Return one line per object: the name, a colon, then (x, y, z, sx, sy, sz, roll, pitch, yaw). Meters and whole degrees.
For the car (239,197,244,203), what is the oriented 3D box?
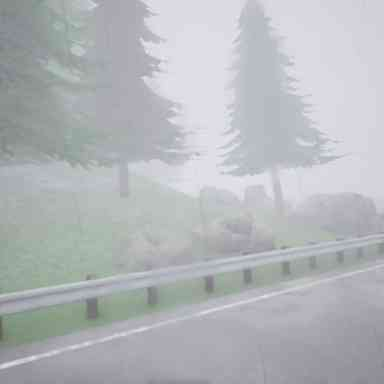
car: (5.881, 1.350, 46.103, 1.882, 1.535, 5.008, 0, 0, -33)

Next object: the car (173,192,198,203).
car: (-0.791, 1.068, 62.680, 2.150, 2.045, 5.566, 0, 0, -33)

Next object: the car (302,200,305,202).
car: (16.627, 1.394, 42.548, 2.033, 1.411, 5.357, 0, 0, -33)
